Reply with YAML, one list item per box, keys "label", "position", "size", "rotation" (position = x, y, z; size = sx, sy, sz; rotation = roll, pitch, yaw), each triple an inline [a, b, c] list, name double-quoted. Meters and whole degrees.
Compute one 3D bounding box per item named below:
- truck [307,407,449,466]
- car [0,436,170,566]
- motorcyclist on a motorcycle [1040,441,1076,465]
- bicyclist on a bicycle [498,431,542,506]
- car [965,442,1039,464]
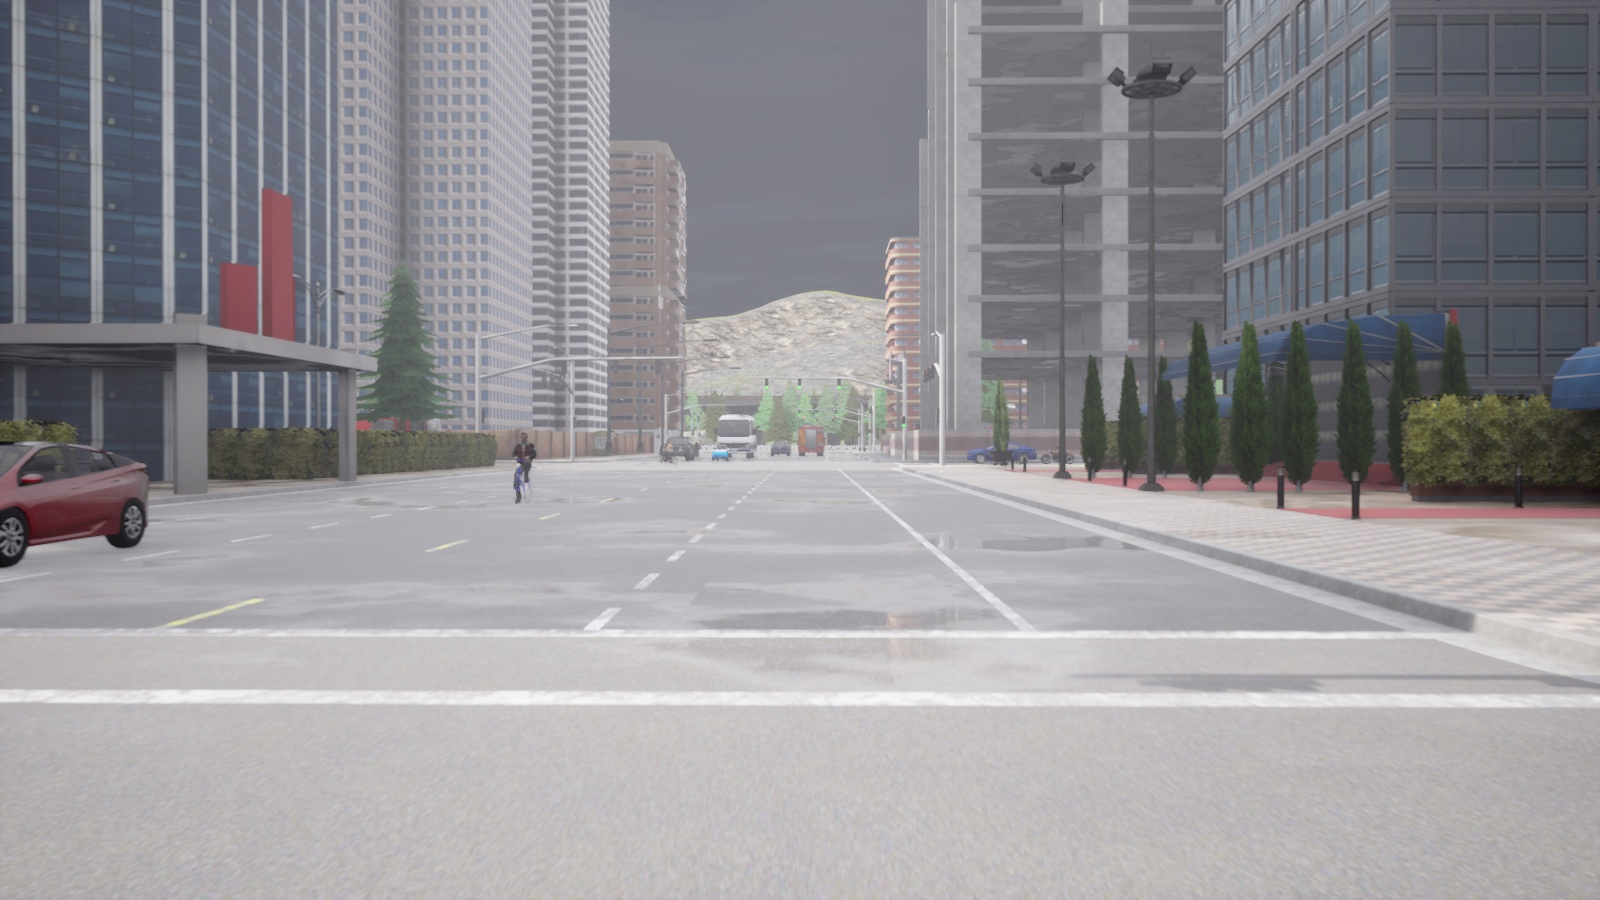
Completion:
- label: "truck"
  position: [-27.906, -0.910, 83.256]
  size: [8.468, 3.827, 2.891]
  rotation: [0, 0, 1]
- label: "car"
  position: [-10.391, 0.592, 16.429]
  size: [2.007, 1.525, 4.514]
  rotation: [0, 0, 0]
- label: "motorcyclist on a motorcycle"
  position: [17.709, 0.225, 86.203]
  size: [2.350, 1.649, 0.766]
  rotation: [0, 0, 1]
- label: "bicyclist on a bicycle"
  position: [-6.809, 0.439, 30.631]
  size: [0.659, 1.776, 1.843]
  rotation: [0, 0, 0]
- label: "car"
  position: [14.418, 0.230, 89.744]
  size: [5.008, 1.535, 1.882]
  rotation: [0, 0, 1]
